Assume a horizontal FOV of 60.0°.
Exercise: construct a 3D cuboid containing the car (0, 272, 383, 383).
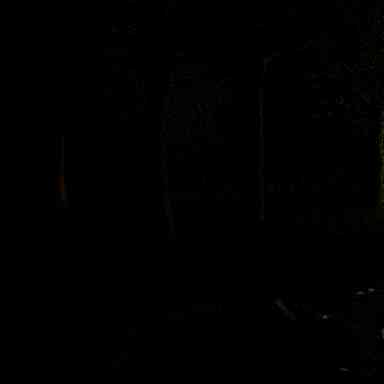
[{"bbox_3d":[-0.311,1.544,2.847,5.357,1.411,2.033,0,0,-36],"label":"car"}]
